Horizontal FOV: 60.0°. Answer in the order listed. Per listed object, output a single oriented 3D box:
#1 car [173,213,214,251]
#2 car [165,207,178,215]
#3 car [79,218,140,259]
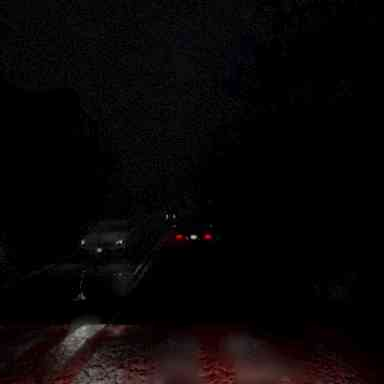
[{"bbox_3d":[0.053,1.966,16.140,2.033,1.411,5.357,0,-1,0],"label":"car"},{"bbox_3d":[-3.384,3.159,55.568,1.994,1.385,4.181,0,-2,0],"label":"car"},{"bbox_3d":[-3.392,1.904,14.480,1.812,1.442,4.674,0,-1,0],"label":"car"}]
